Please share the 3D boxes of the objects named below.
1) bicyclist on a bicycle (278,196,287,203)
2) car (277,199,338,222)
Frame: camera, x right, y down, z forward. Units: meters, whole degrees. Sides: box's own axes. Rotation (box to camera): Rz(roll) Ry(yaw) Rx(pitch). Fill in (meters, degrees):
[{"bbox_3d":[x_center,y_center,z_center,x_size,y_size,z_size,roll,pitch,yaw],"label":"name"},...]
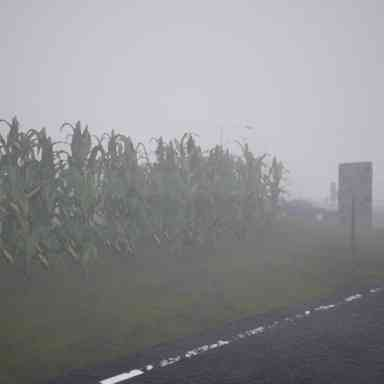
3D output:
[{"bbox_3d":[9.291,1.242,34.058,1.656,1.620,0.582,-1,1,-36],"label":"bicyclist on a bicycle"},{"bbox_3d":[8.624,1.280,24.774,1.882,1.535,5.008,1,0,-36],"label":"car"}]
